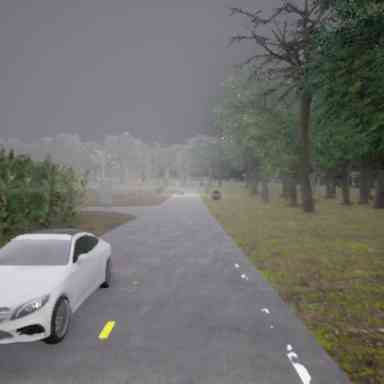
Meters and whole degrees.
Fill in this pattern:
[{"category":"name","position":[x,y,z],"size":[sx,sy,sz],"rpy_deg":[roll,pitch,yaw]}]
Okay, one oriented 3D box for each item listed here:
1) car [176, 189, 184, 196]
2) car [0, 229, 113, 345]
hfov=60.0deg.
[{"category":"car","position":[-2.796,0.088,80.344],"size":[1.837,1.490,4.892],"rpy_deg":[0,2,0]},{"category":"car","position":[-2.843,1.517,6.561],"size":[1.812,1.442,4.674],"rpy_deg":[0,0,0]}]
